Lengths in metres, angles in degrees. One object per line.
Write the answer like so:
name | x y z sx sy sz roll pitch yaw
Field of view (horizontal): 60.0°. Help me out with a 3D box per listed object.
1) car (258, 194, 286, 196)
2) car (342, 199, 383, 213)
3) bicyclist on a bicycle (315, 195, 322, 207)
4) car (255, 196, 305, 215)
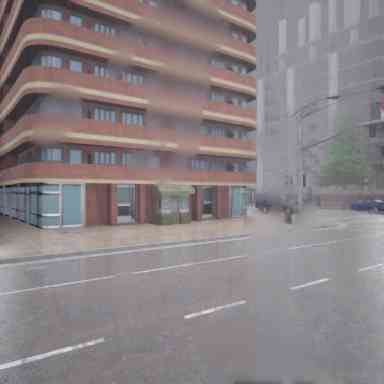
car | 9.692 1.222 37.735 2.150 2.045 5.566 0 0 -36
car | 19.248 1.477 36.889 1.882 1.535 5.008 0 0 -36
bicyclist on a bicycle | 17.805 1.301 46.934 1.656 1.620 0.582 0 0 -36
car | 8.866 1.491 32.937 2.128 1.511 4.902 0 0 -36
